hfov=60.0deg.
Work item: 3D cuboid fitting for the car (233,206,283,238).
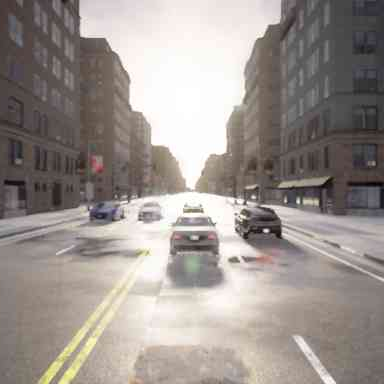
[{"bbox_3d":[3.350,1.495,17.432,1.837,1.490,4.892,0,0,0],"label":"car"}]

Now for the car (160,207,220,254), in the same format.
[{"bbox_3d":[0.089,1.540,13.371,2.033,1.411,5.357,0,0,0],"label":"car"}]

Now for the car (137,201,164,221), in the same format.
[{"bbox_3d":[-3.343,1.510,27.553,1.812,1.442,4.674,0,0,0],"label":"car"}]

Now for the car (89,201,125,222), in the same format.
[{"bbox_3d":[-6.595,1.463,26.278,1.882,1.535,5.008,0,0,0],"label":"car"}]

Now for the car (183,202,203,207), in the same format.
[{"bbox_3d":[0.091,1.581,30.871,1.895,1.301,4.718,0,0,0],"label":"car"}]
